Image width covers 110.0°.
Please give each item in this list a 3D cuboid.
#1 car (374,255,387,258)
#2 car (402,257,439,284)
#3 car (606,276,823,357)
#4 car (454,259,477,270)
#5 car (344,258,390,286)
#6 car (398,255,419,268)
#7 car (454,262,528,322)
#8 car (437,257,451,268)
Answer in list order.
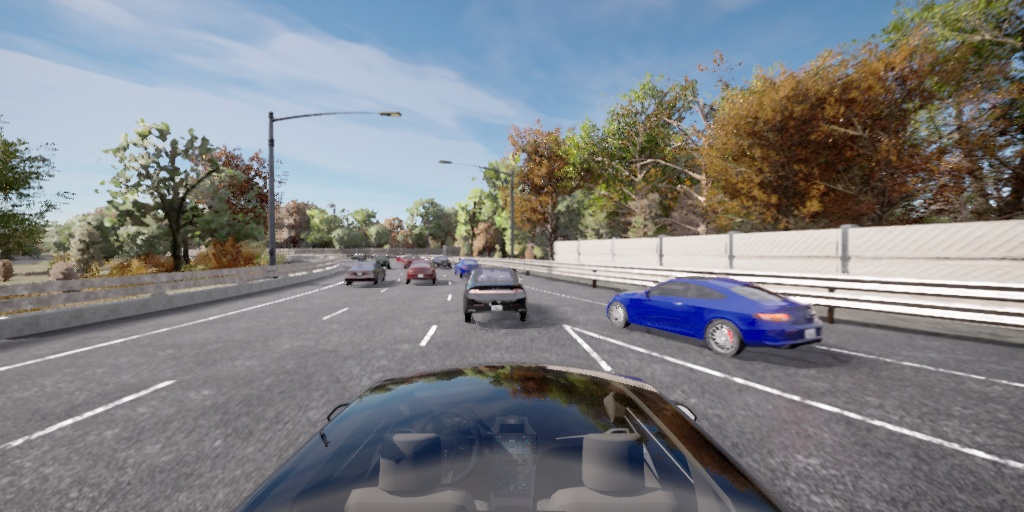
[{"bbox_3d":[-16.288,0.642,44.246,2.097,1.767,4.553,0,1,-23],"label":"car"},{"bbox_3d":[-6.048,1.027,24.151,1.812,1.442,4.674,0,1,-12],"label":"car"},{"bbox_3d":[4.237,1.189,8.368,1.812,1.442,4.674,0,0,-26],"label":"car"},{"bbox_3d":[-3.634,0.959,29.510,1.812,1.442,4.674,0,1,-17],"label":"car"},{"bbox_3d":[-9.348,1.068,23.160,2.033,1.411,5.357,0,1,-12],"label":"car"},{"bbox_3d":[-12.272,0.639,43.744,2.097,1.767,4.553,0,1,-22],"label":"car"},{"bbox_3d":[-0.627,1.125,11.852,2.128,1.511,4.902,0,1,-5],"label":"car"},{"bbox_3d":[-8.843,0.795,44.637,1.812,1.442,4.674,0,1,-22],"label":"car"}]
